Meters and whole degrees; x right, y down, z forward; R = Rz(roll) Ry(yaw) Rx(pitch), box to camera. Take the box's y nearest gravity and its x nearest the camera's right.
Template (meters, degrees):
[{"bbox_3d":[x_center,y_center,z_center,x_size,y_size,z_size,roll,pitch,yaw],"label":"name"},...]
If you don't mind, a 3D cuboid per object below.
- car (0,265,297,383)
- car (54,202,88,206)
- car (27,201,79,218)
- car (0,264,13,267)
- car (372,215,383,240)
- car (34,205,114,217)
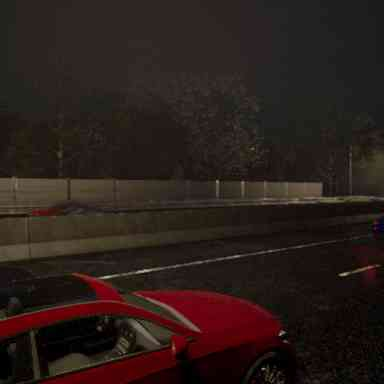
[{"bbox_3d":[-1.069,1.523,2.983,4.674,1.442,1.812,0,0,-35],"label":"car"},{"bbox_3d":[-7.023,1.539,20.476,4.181,1.385,1.994,0,0,-35],"label":"car"},{"bbox_3d":[-8.871,1.451,23.458,5.008,1.535,1.882,0,0,-35],"label":"car"},{"bbox_3d":[-4.442,1.568,4.878,4.181,1.385,1.994,0,0,-35],"label":"car"},{"bbox_3d":[10.033,1.460,15.203,4.674,1.442,1.812,0,0,-35],"label":"car"},{"bbox_3d":[-5.578,1.541,17.207,4.181,1.385,1.994,0,0,-35],"label":"car"}]
